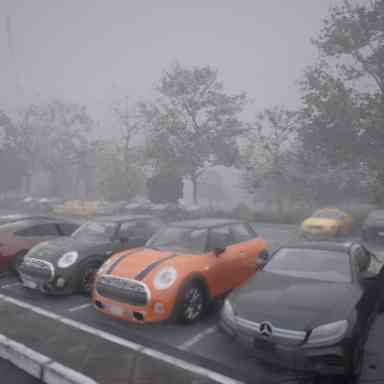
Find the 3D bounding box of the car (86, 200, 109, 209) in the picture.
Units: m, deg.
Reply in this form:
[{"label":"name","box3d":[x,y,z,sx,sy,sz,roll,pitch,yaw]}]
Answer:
[{"label":"car","box3d":[-6.024,1.541,28.057,2.163,1.488,4.792,1,1,36]}]

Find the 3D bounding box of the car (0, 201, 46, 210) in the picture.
[{"label":"car","box3d":[-9.044,1.449,14.085,2.185,1.767,4.553,0,0,36]}]

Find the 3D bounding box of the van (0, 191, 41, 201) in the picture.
[{"label":"van","box3d":[-19.517,0.887,37.731,1.878,1.987,4.442,2,2,36]}]

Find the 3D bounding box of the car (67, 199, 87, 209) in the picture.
[{"label":"car","box3d":[-8.046,1.465,29.791,1.946,1.575,5.366,2,1,36]}]

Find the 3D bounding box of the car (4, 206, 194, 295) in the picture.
[{"label":"car","box3d":[-2.241,1.468,9.223,2.185,1.767,4.553,0,0,36]}]

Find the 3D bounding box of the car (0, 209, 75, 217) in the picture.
[{"label":"car","box3d":[-6.788,1.619,12.449,2.163,1.488,4.792,0,0,36]}]

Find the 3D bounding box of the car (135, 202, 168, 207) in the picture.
[{"label":"car","box3d":[-1.493,1.568,24.798,2.097,1.535,5.008,0,0,36]}]

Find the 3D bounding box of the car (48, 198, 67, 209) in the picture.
[{"label":"car","box3d":[-10.308,1.410,31.432,1.946,1.575,5.366,1,1,36]}]

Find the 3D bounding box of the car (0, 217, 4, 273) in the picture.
[{"label":"car","box3d":[-4.498,1.625,10.859,2.163,1.488,4.792,0,0,36]}]

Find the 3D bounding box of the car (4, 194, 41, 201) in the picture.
[{"label":"car","box3d":[-17.284,1.229,36.270,2.002,1.452,4.674,2,1,36]}]

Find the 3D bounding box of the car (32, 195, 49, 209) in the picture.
[{"label":"car","box3d":[-12.660,1.377,32.946,2.163,1.488,4.792,2,1,36]}]

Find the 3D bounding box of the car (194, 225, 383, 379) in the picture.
[{"label":"car","box3d":[2.249,1.602,5.929,2.002,1.452,4.674,-1,0,36]}]

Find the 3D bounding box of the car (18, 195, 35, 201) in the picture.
[{"label":"car","box3d":[-15.032,1.310,34.635,2.002,1.452,4.674,2,1,36]}]

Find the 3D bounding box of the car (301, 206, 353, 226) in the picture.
[{"label":"car","box3d":[7.427,1.574,18.101,1.946,1.575,5.366,0,0,36]}]

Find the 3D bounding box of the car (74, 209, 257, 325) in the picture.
[{"label":"car","box3d":[0.009,1.457,7.590,2.185,1.767,4.553,-1,0,36]}]

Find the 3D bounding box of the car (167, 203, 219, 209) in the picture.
[{"label":"car","box3d":[0.868,1.585,23.083,2.231,1.521,4.892,0,0,36]}]

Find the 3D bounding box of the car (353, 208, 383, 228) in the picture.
[{"label":"car","box3d":[9.796,1.558,16.617,2.097,1.535,5.008,-1,0,36]}]

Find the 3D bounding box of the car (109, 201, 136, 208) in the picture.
[{"label":"car","box3d":[-3.751,1.544,26.437,2.097,1.535,5.008,1,0,36]}]
